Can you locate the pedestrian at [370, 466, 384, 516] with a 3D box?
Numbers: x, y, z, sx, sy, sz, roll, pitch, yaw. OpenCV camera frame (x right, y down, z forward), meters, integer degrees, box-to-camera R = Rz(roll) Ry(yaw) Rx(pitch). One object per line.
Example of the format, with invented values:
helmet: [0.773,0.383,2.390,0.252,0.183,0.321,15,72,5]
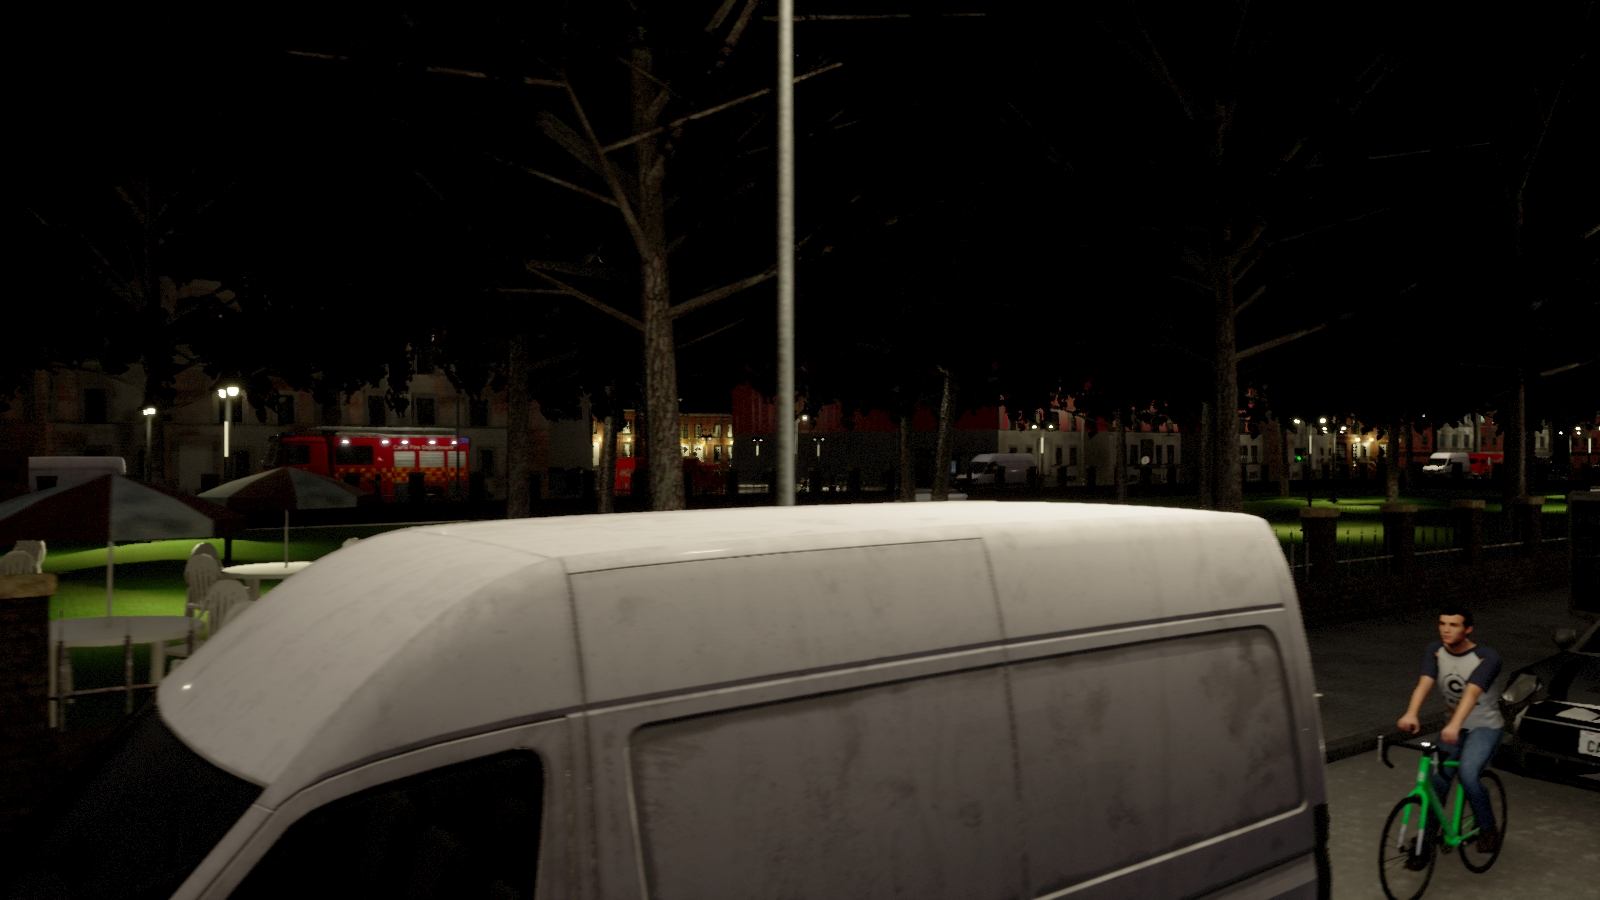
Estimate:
pedestrian: [-15.922,1.526,42.993,0.375,1.860,0.375,0,0,-40]

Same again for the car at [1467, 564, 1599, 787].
car: [7.692,1.846,9.829,3.806,1.475,1.970,0,0,-35]

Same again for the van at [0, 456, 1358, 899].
van: [-0.617,1.315,3.975,5.915,2.561,1.988,0,0,-35]

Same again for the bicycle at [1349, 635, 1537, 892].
bicycle: [4.143,1.937,7.314,1.643,1.296,0.373,0,0,-35]
